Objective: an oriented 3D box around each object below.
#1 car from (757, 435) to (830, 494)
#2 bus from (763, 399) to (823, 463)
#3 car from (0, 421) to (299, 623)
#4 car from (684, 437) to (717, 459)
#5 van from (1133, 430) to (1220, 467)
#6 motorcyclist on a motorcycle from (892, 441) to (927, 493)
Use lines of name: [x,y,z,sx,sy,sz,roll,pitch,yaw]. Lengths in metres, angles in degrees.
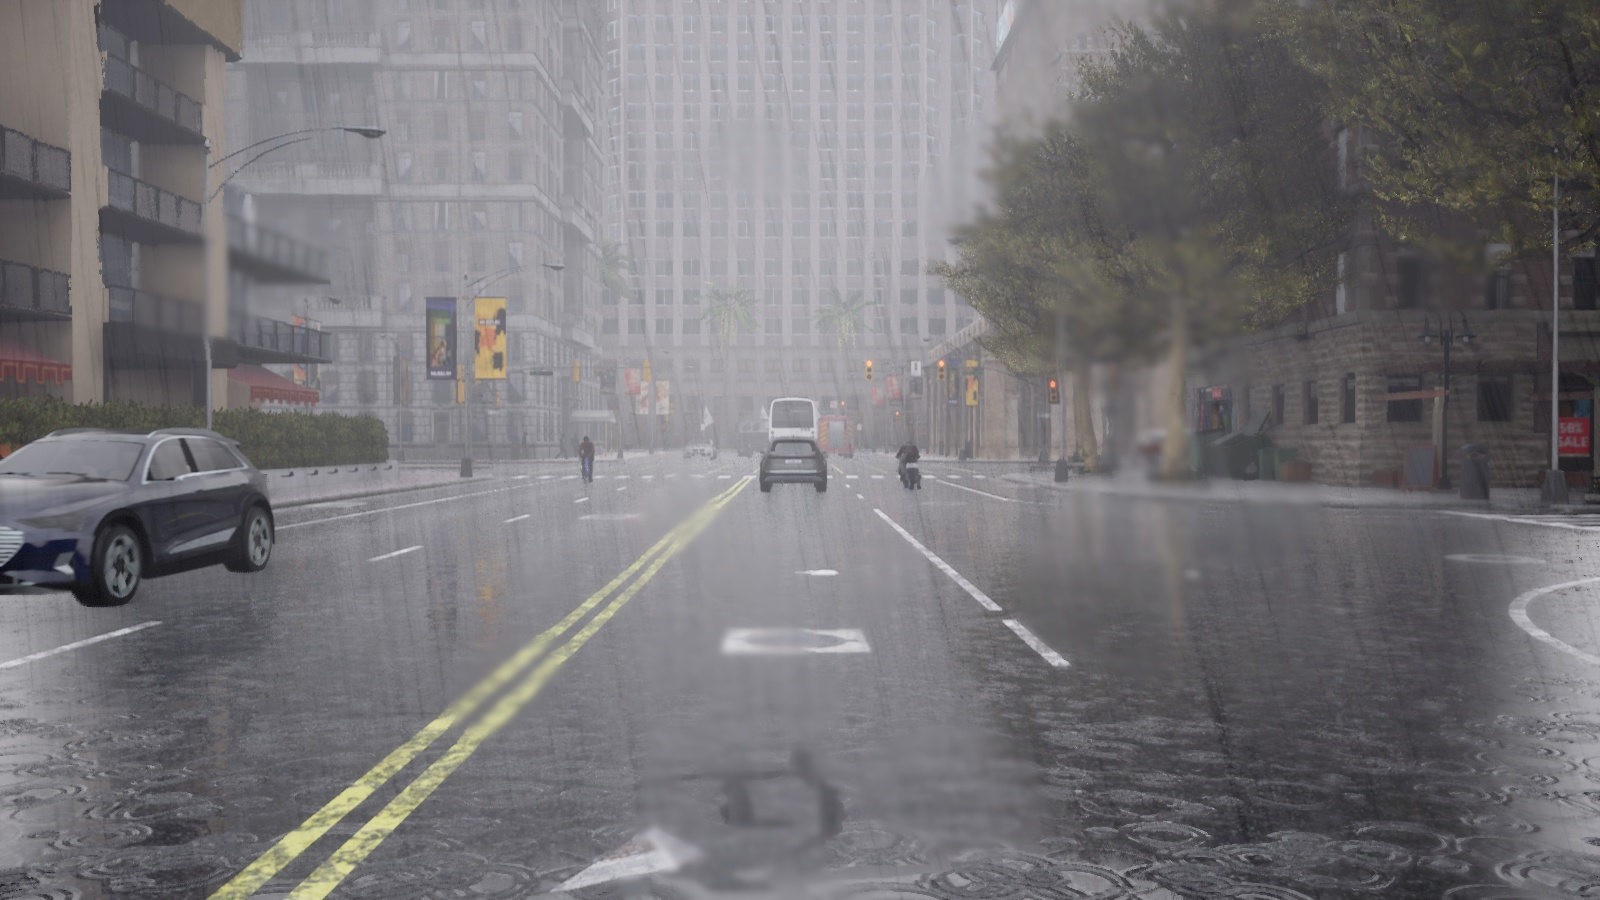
car: [-0.196,0.386,37.375,2.033,1.649,4.856,0,0,0]
bus: [-0.509,-1.318,88.619,3.944,4.253,10.273,0,0,0]
car: [-7.044,0.572,12.714,2.033,1.649,4.856,0,0,0]
car: [-7.558,-0.159,95.905,2.242,1.667,4.611,0,0,0]
van: [22.098,-0.094,73.869,4.480,2.038,2.069,-1,0,1]
motorcyclist on a motorcycle: [3.298,0.489,38.044,0.866,1.530,2.191,0,0,0]
